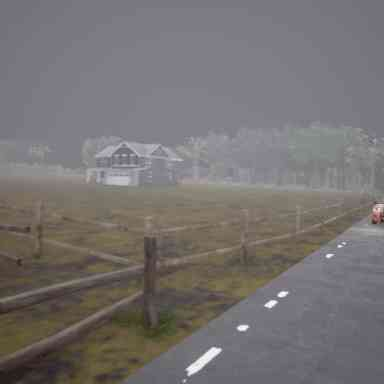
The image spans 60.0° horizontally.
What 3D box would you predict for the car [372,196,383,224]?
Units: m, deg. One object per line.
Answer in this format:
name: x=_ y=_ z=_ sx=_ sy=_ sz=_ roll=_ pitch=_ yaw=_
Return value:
car: x=11.942 y=0.958 z=19.549 sx=2.097 sy=1.767 sz=4.553 roll=3 pitch=3 yaw=33
